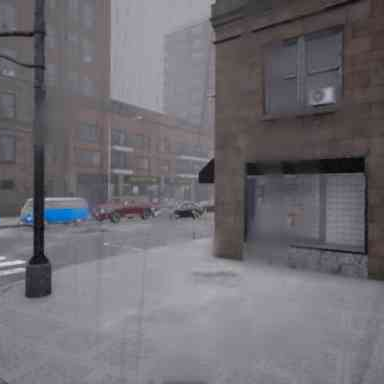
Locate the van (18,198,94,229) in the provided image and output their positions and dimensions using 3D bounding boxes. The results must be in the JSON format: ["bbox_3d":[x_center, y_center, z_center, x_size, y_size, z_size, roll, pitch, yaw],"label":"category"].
[{"bbox_3d":[-8.311,1.237,20.264,1.690,1.788,3.998,0,0,36],"label":"van"}]

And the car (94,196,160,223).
[{"bbox_3d":[-5.039,1.216,24.805,2.192,1.841,5.009,0,0,36],"label":"car"}]

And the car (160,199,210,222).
[{"bbox_3d":[-1.040,1.413,25.639,2.128,1.511,4.902,0,0,36],"label":"car"}]

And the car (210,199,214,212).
[{"bbox_3d":[1.502,1.455,33.886,1.887,1.381,4.507,0,0,36],"label":"car"}]

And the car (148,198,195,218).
[{"bbox_3d":[-1.769,1.346,29.345,1.967,1.590,4.097,0,0,36],"label":"car"}]
